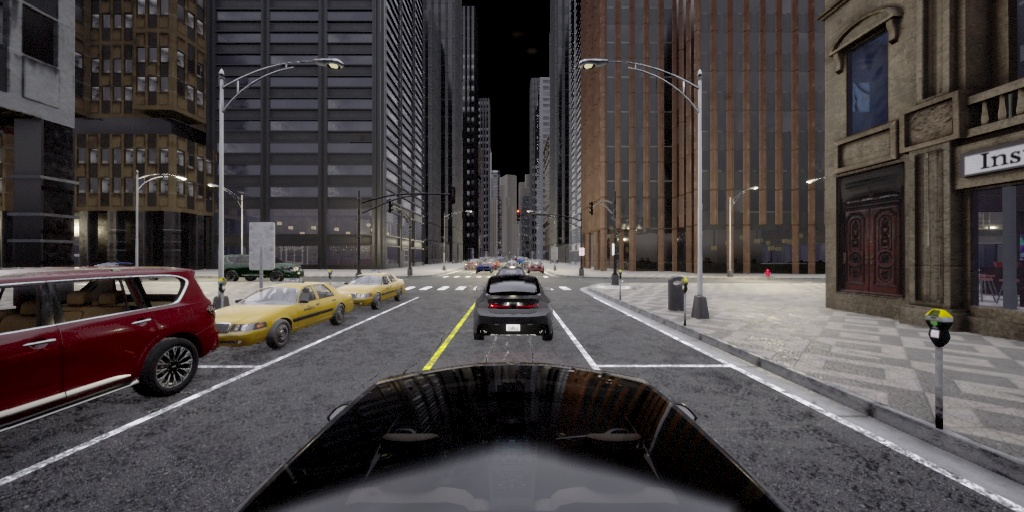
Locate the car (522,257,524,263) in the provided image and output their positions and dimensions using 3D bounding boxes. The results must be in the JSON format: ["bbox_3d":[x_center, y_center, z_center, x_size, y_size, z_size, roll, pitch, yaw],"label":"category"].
[{"bbox_3d":[2.628,1.312,58.628,2.007,1.370,4.403,0,0,0],"label":"car"}]

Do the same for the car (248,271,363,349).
[{"bbox_3d":[-5.779,1.276,9.215,1.751,1.417,4.829,0,0,0],"label":"car"}]

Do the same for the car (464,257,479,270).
[{"bbox_3d":[-5.883,1.199,52.980,1.967,1.591,4.097,0,0,0],"label":"car"}]

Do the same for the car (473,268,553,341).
[{"bbox_3d":[0.037,1.255,9.909,1.837,1.490,4.892,0,0,0],"label":"car"}]

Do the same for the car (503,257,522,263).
[{"bbox_3d":[-0.016,1.307,52.761,2.033,1.411,5.357,0,0,0],"label":"car"}]

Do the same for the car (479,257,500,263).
[{"bbox_3d":[-3.205,1.111,52.010,2.097,1.767,4.553,0,0,0],"label":"car"}]

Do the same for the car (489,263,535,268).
[{"bbox_3d":[-0.043,1.298,20.238,2.033,1.411,5.357,0,0,0],"label":"car"}]

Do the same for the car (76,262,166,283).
[{"bbox_3d":[-28.798,1.188,26.539,4.674,1.442,1.812,0,0,0],"label":"car"}]

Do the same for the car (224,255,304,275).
[{"bbox_3d":[-18.582,0.915,26.652,5.566,2.045,2.150,0,0,1],"label":"car"}]

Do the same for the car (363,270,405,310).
[{"bbox_3d":[-5.792,1.276,14.817,1.751,1.417,4.829,0,0,0],"label":"car"}]

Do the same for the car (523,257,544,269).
[{"bbox_3d":[2.668,1.195,41.801,1.967,1.591,4.097,0,0,0],"label":"car"}]

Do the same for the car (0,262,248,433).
[{"bbox_3d":[-5.766,1.065,3.784,2.192,1.841,5.009,0,0,0],"label":"car"}]

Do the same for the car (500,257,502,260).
[{"bbox_3d":[-3.213,1.115,61.960,2.097,1.767,4.553,0,0,0],"label":"car"}]

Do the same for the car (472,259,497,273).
[{"bbox_3d":[-3.185,1.357,42.316,1.895,1.301,4.718,0,0,0],"label":"car"}]
